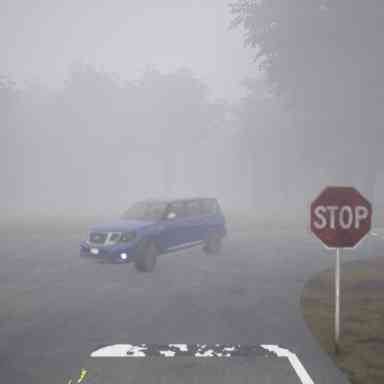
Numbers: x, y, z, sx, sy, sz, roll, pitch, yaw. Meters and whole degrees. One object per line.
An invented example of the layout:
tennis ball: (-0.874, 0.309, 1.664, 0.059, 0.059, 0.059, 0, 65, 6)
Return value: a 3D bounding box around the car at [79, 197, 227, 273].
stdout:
car: (-0.974, 1.211, 11.175, 2.150, 2.045, 5.566, -1, 0, 37)
